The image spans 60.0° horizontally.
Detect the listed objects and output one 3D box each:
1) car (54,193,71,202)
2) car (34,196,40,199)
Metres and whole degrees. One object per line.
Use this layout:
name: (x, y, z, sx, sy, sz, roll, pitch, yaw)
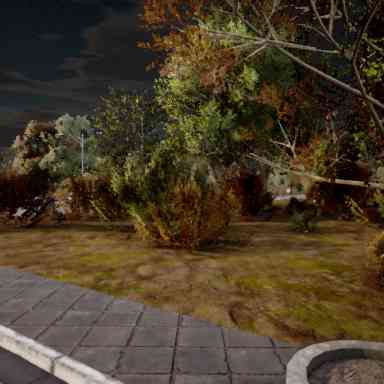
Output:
car: (-15.524, 0.992, 44.380, 2.150, 2.045, 5.566, 0, 0, 32)
car: (-20.092, 1.226, 43.677, 1.882, 1.535, 5.008, 0, 0, 32)
